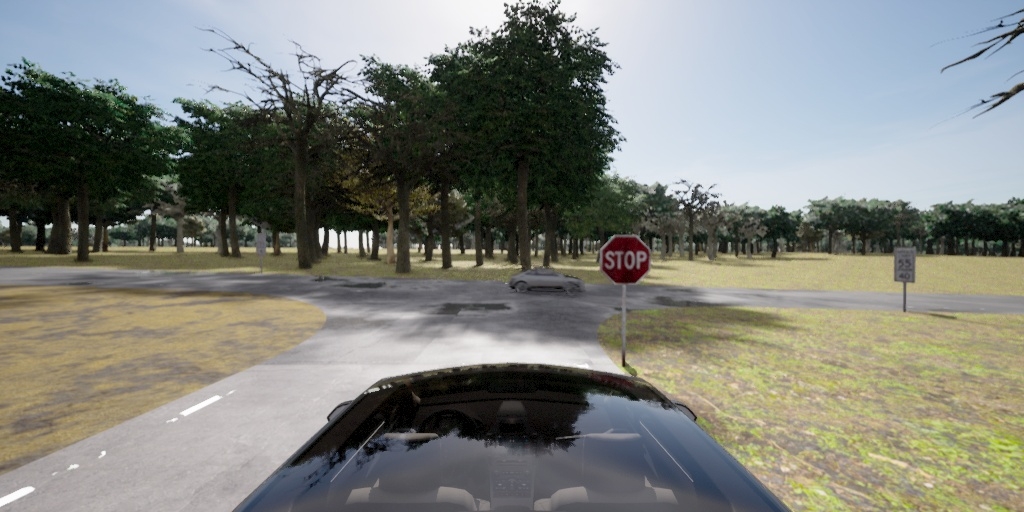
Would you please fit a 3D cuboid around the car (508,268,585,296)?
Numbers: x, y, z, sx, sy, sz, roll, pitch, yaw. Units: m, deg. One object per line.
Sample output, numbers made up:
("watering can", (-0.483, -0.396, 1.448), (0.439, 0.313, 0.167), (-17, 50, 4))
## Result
("car", (1.902, 1.359, 19.878), (4.181, 1.385, 1.994), (2, 1, -1))
